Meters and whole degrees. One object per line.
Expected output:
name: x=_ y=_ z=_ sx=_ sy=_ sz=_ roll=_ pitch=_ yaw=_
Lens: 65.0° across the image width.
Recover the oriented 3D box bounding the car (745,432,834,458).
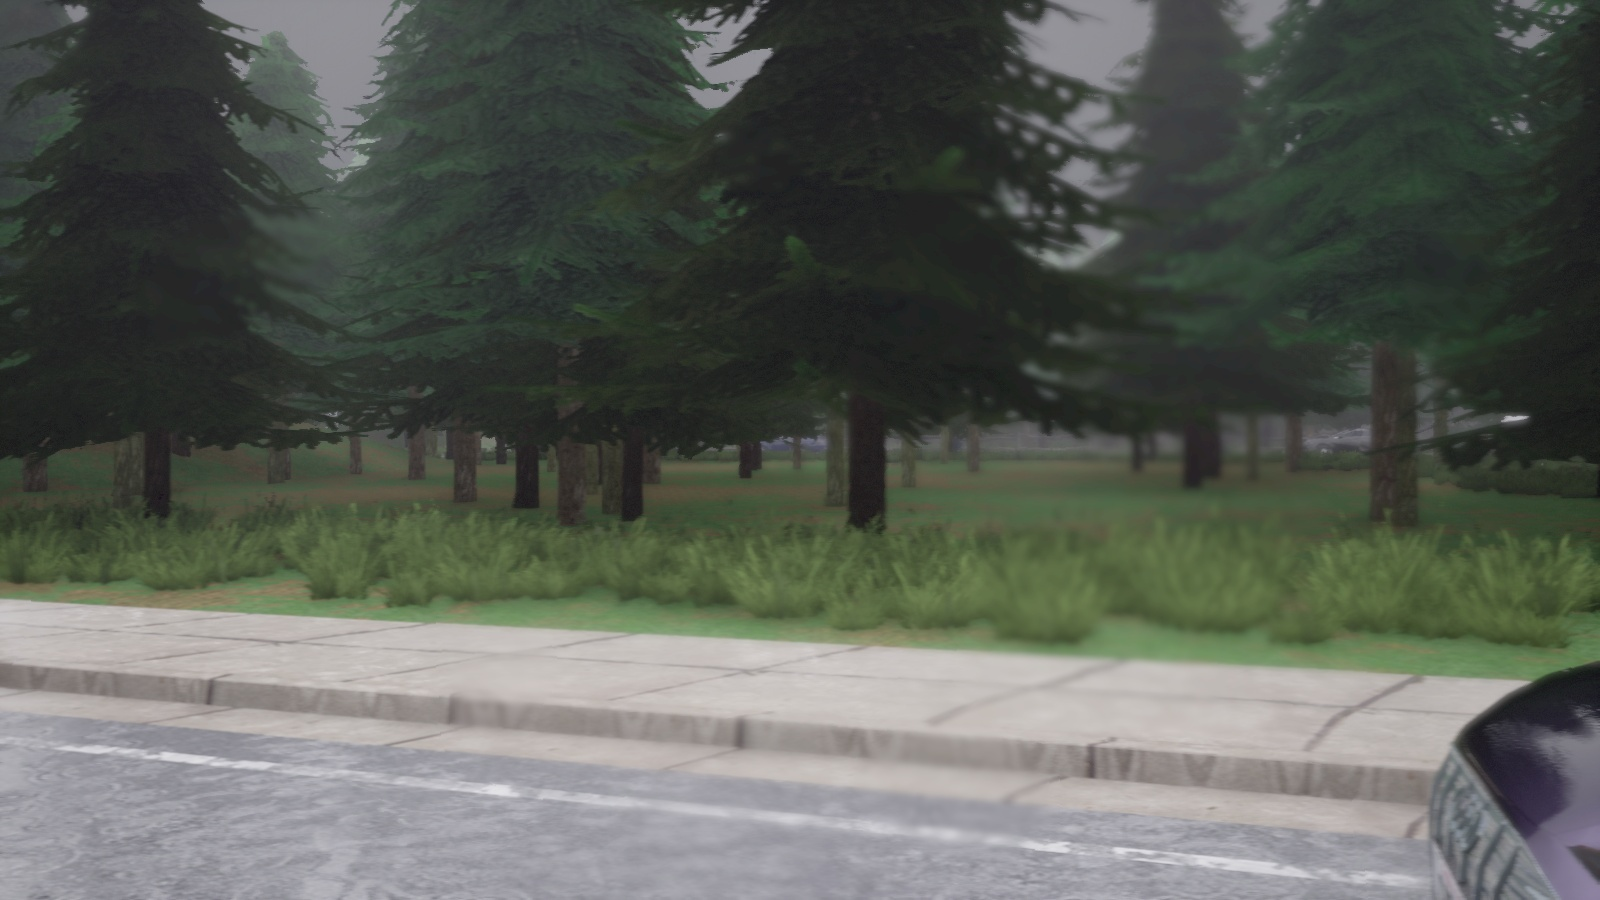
car: x=-0.592 y=-0.292 z=71.206 sx=4.674 sy=1.442 sz=1.812 roll=1 pitch=1 yaw=21

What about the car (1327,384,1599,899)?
car: x=3.552 y=0.738 z=1.999 sx=4.856 sy=1.649 sz=2.033 roll=1 pitch=1 yaw=19

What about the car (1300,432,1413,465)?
car: x=26.837 y=-0.096 z=60.774 sx=4.902 sy=1.511 sz=2.128 roll=1 pitch=1 yaw=22
